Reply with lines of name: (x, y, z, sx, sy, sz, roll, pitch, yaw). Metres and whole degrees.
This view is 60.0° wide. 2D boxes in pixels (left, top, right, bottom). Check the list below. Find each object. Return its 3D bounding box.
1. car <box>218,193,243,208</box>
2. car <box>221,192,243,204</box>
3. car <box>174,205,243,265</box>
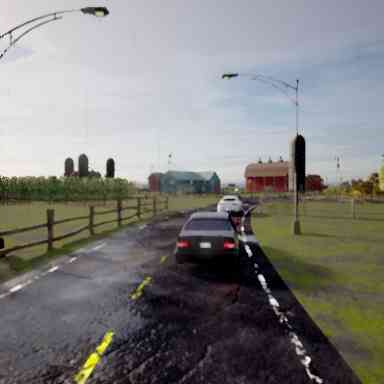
car: (3.318, 1.081, 28.493, 1.812, 1.442, 4.674, 0, 1, 13)
car: (5.856, 0.813, 47.798, 2.033, 1.411, 5.357, 1, 1, 20)
car: (0.599, 1.372, 10.988, 2.033, 1.411, 5.357, 0, 1, 6)
